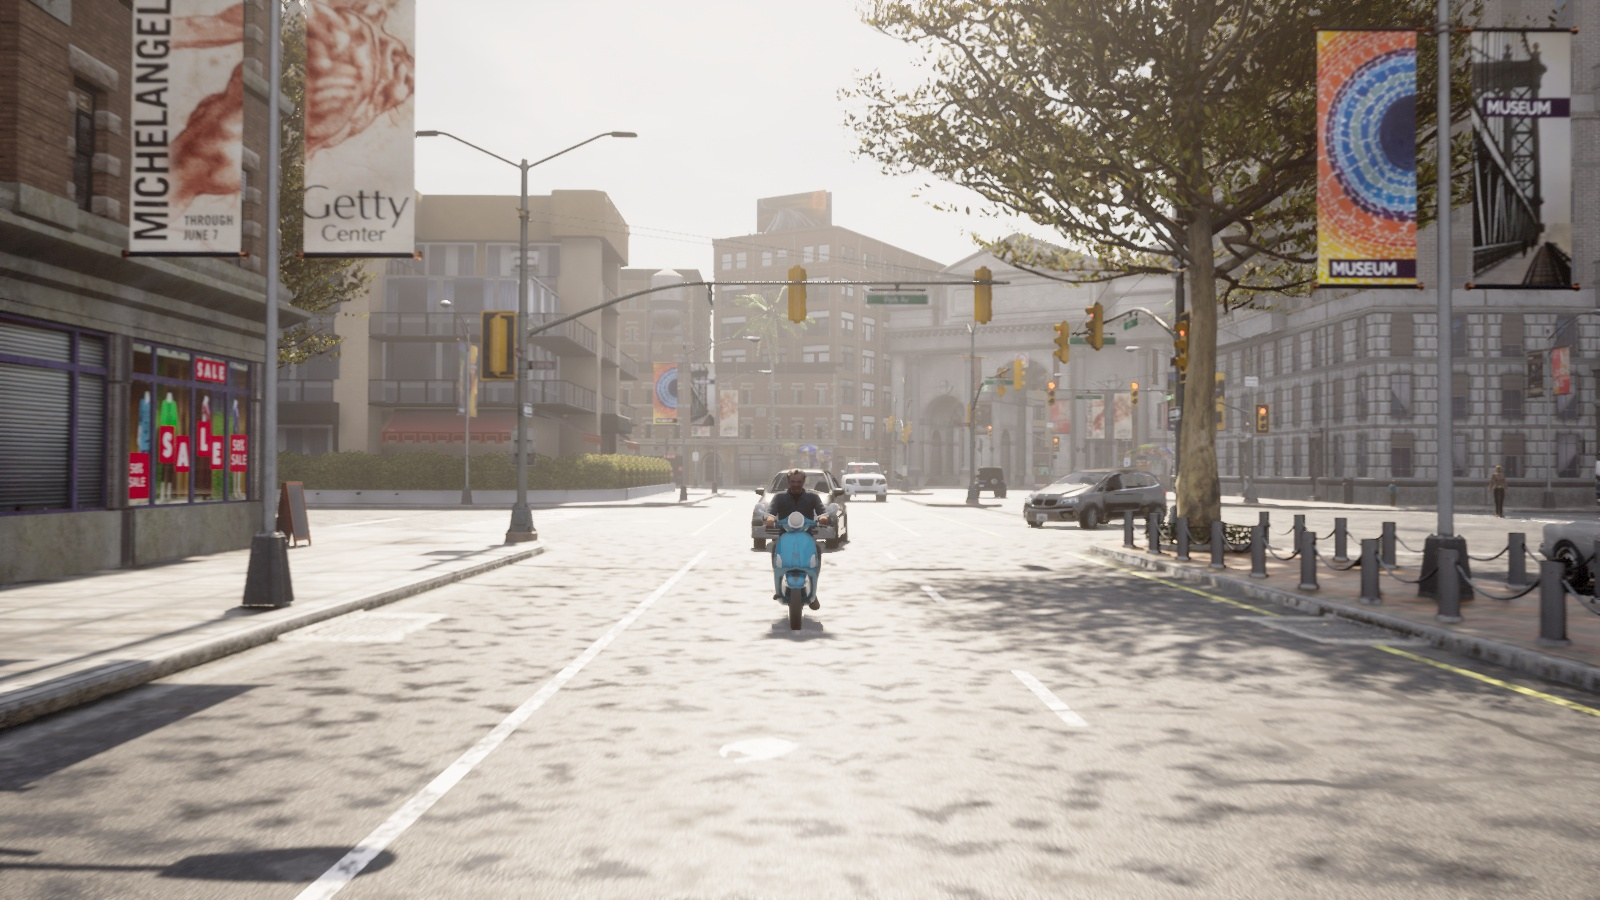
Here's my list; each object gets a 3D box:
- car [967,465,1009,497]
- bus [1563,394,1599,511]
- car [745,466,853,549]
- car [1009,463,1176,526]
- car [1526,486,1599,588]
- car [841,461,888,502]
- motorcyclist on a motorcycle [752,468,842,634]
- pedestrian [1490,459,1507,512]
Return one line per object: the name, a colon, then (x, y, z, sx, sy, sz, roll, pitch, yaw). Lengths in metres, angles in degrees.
car: (11.313, 1.834, 75.812, 1.905, 1.878, 3.866, 0, -1, 0)
bus: (34.370, 0.073, 46.127, 10.273, 4.253, 3.944, 0, -1, -1)
car: (0.056, 1.154, 26.389, 1.851, 1.617, 3.988, 0, -1, 6)
car: (8.405, 1.227, 35.956, 4.611, 1.667, 2.242, 1, -1, -38)
car: (11.390, 1.133, 15.739, 1.895, 1.301, 4.718, 0, -1, 1)
car: (3.336, 1.625, 66.010, 2.150, 2.045, 5.566, 0, -1, 0)
motorcyclist on a motorcycle: (-0.032, 0.986, 13.011, 0.866, 1.590, 1.817, 0, -1, 0)
pedestrian: (24.445, 1.228, 43.955, 0.331, 1.846, 0.634, 0, -1, 14)
